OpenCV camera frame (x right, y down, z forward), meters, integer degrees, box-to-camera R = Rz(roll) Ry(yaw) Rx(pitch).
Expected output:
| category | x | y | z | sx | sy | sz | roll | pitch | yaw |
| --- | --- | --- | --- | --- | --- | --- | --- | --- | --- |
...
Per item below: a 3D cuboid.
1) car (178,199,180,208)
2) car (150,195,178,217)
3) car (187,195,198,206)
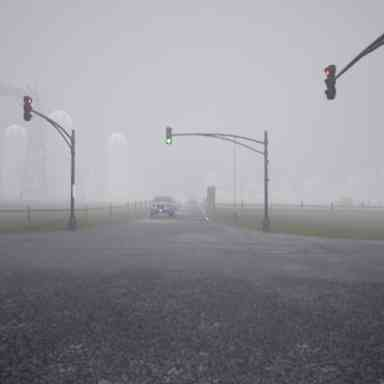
| category | x | y | z | sx | sy | sz | roll | pitch | yaw |
| --- | --- | --- | --- | --- | --- | --- | --- | --- | --- |
| car | -2.830 | 1.727 | 43.145 | 1.812 | 1.442 | 4.674 | 0 | 0 | 0 |
| car | -2.851 | 1.375 | 33.180 | 2.150 | 2.045 | 5.566 | 0 | 0 | 0 |
| car | 0.038 | 1.807 | 63.071 | 1.837 | 1.490 | 4.892 | 0 | 0 | 0 |
